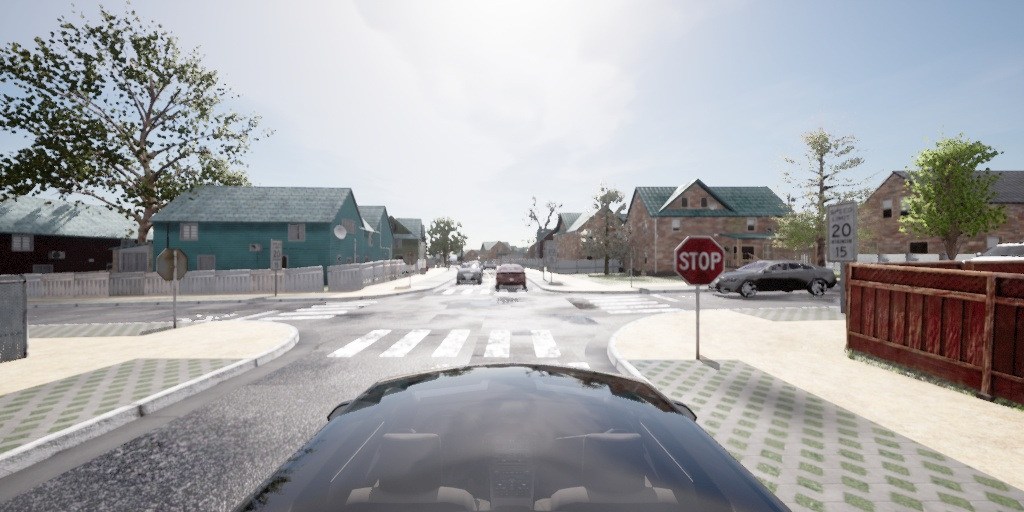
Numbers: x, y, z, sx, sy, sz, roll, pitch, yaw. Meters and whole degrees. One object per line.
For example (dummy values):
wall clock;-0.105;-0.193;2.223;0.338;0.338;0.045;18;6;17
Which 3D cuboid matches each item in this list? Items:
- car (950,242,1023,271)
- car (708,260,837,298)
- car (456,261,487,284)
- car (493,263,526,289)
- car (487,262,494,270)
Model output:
car;22.469;0.401;15.488;5.566;2.045;2.150;-2;0;0
car;11.140;0.944;15.535;4.902;1.511;2.128;-1;0;0
car;-3.256;1.310;28.020;2.128;1.511;4.902;0;0;-3
car;-0.109;1.276;23.864;1.882;1.535;5.008;0;0;-2
car;-3.664;1.588;57.857;1.895;1.301;4.718;0;-1;-10
